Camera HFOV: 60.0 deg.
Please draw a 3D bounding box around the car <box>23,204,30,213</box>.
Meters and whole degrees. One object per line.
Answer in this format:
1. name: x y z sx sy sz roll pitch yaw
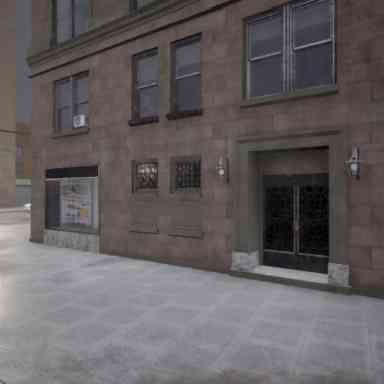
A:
1. car: -15.702 1.438 35.851 1.812 1.442 4.674 0 0 35
